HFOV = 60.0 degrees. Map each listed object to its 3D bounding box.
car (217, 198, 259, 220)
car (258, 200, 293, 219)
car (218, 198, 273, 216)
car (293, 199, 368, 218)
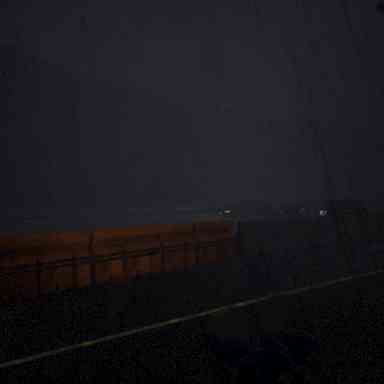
[{"bbox_3d":[4.337,1.394,26.794,4.892,1.490,1.837,0,0,-28],"label":"car"},{"bbox_3d":[7.689,1.361,24.604,5.008,1.535,1.882,0,0,-27],"label":"car"},{"bbox_3d":[5.030,1.376,31.089,4.892,1.490,1.837,0,0,-27],"label":"car"},{"bbox_3d":[9.131,1.241,21.402,4.553,1.767,2.097,0,0,-27],"label":"car"}]
